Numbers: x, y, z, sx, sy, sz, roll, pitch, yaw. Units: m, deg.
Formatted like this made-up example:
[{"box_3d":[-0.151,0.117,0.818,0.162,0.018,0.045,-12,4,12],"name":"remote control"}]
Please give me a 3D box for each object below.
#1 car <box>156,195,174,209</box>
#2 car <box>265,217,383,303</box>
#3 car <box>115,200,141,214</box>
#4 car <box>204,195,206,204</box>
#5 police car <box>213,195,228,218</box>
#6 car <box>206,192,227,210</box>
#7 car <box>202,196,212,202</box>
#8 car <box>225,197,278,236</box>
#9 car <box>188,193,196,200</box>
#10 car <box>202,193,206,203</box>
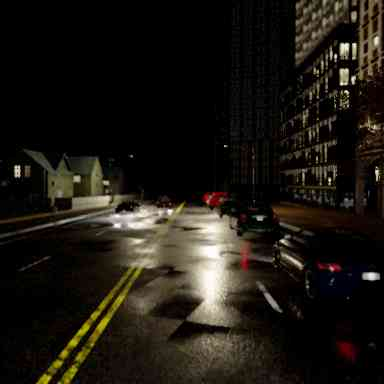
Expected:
[{"box_3d":[-3.336,1.459,42.256,1.994,1.385,4.181,0,0,0],"name":"car"},{"box_3d":[3.349,1.540,8.223,1.994,1.385,4.181,0,0,0],"name":"car"},{"box_3d":[-6.595,1.510,34.429,1.895,1.301,4.718,0,0,0],"name":"car"},{"box_3d":[3.253,1.482,51.148,1.895,1.301,4.718,0,0,0],"name":"car"},{"box_3d":[3.251,1.346,29.219,1.930,1.638,5.238,0,0,0],"name":"police car"},{"box_3d":[3.252,1.120,40.143,2.150,2.045,5.566,0,0,0],"name":"car"},{"box_3d":[3.253,1.456,73.156,1.895,1.301,4.718,0,0,0],"name":"car"},{"box_3d":[3.251,1.302,18.075,2.097,1.767,4.553,0,0,0],"name":"car"},{"box_3d":[0.004,1.343,82.232,1.994,1.385,4.181,0,0,0],"name":"car"},{"box_3d":[3.253,1.088,62.151,2.150,2.045,5.566,0,0,0],"name":"car"}]
